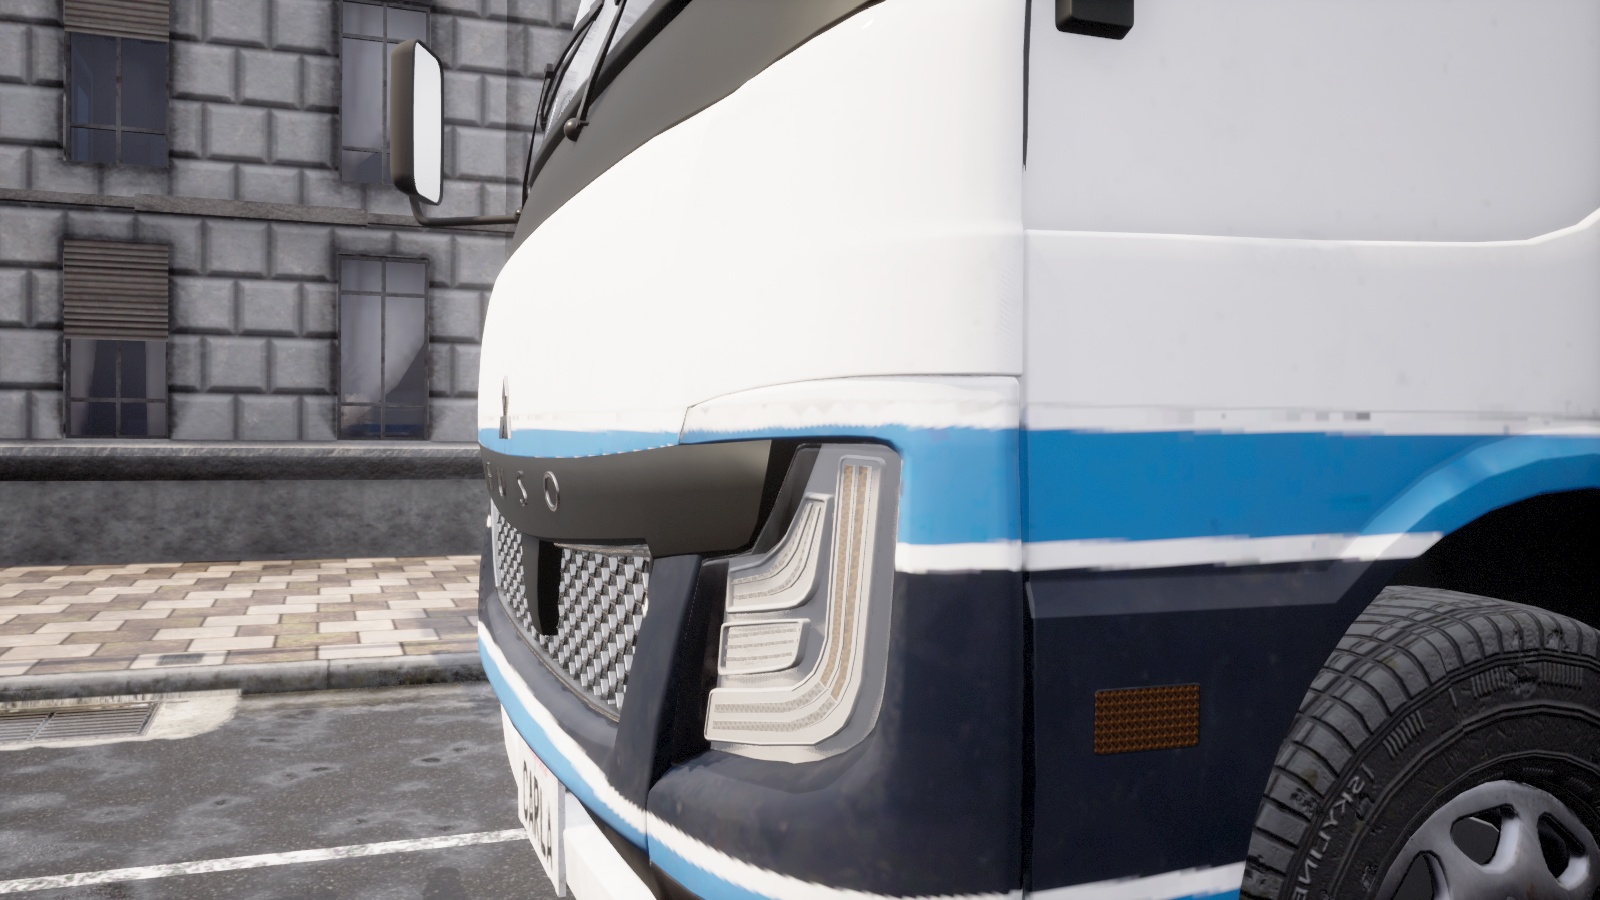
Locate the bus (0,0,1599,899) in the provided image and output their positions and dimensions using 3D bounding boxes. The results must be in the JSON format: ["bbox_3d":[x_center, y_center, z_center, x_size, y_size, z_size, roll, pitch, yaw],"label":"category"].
[{"bbox_3d":[3.496,-0.691,4.578,10.273,4.253,3.944,-1,1,-21],"label":"bus"}]
